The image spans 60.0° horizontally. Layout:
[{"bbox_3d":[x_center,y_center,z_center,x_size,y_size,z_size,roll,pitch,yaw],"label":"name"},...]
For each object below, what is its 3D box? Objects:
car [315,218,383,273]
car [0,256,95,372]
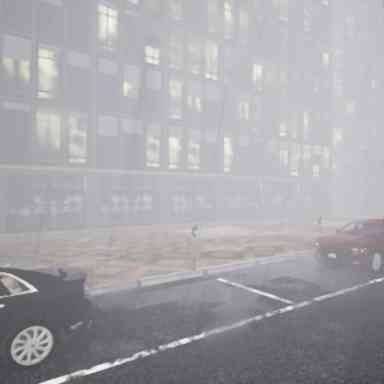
[{"bbox_3d":[5.798,1.555,10.693,4.507,1.381,1.887,0,0,-36],"label":"car"},{"bbox_3d":[-3.470,1.550,4.081,4.403,1.369,2.008,0,0,-36],"label":"car"}]
